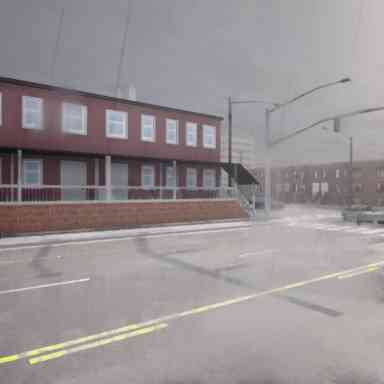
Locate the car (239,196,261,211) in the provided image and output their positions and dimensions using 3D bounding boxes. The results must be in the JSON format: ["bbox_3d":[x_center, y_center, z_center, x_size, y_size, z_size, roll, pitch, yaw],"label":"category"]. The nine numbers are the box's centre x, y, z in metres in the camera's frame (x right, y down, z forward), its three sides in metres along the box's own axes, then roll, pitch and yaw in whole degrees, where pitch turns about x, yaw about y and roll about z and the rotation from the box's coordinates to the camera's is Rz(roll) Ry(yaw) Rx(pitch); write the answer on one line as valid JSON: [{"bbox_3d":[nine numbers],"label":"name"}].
[{"bbox_3d":[5.204,1.436,39.023,2.128,1.511,4.902,0,0,-36],"label":"car"}]

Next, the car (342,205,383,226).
[{"bbox_3d":[12.084,1.589,23.317,1.895,1.301,4.718,0,0,10],"label":"car"}]

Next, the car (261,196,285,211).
[{"bbox_3d":[8.877,1.304,39.915,2.097,1.767,4.553,0,0,-36],"label":"car"}]
